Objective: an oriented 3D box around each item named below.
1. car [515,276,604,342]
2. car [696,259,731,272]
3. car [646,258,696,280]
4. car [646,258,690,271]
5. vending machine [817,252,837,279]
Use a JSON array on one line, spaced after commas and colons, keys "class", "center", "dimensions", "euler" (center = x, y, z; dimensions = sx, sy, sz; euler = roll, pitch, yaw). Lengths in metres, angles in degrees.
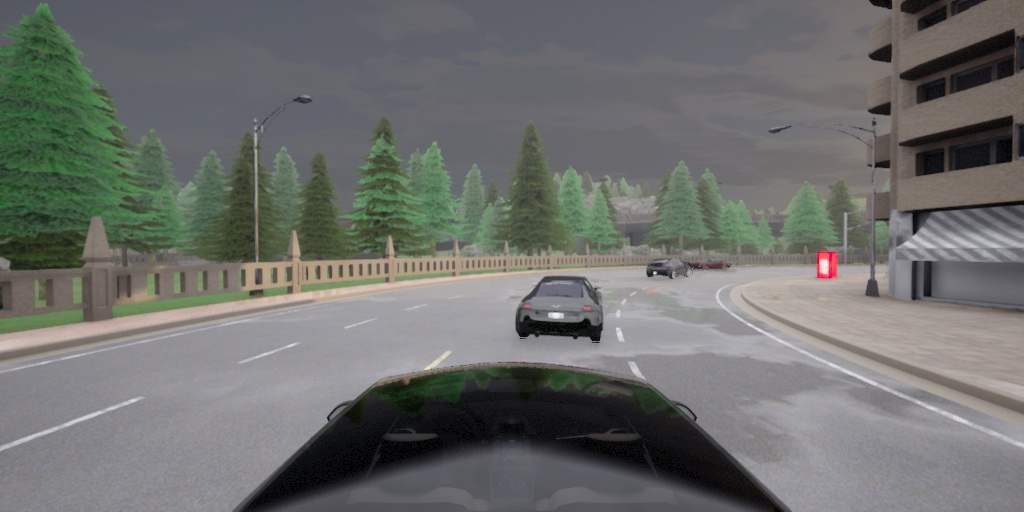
[{"class": "car", "center": [1.417, 1.218, 9.617], "dimensions": [1.994, 1.385, 4.181], "euler": [0, 1, 14]}, {"class": "car", "center": [20.493, 0.924, 37.499], "dimensions": [4.718, 1.301, 1.895], "euler": [0, 1, -23]}, {"class": "car", "center": [12.098, 0.944, 27.594], "dimensions": [4.892, 1.490, 1.837], "euler": [-1, 0, -44]}, {"class": "car", "center": [17.373, 0.892, 39.877], "dimensions": [4.718, 1.301, 1.895], "euler": [0, 1, -26]}, {"class": "vending machine", "center": [21.985, 0.674, 25.031], "dimensions": [0.880, 2.100, 1.100], "euler": [0, 0, -32]}]
